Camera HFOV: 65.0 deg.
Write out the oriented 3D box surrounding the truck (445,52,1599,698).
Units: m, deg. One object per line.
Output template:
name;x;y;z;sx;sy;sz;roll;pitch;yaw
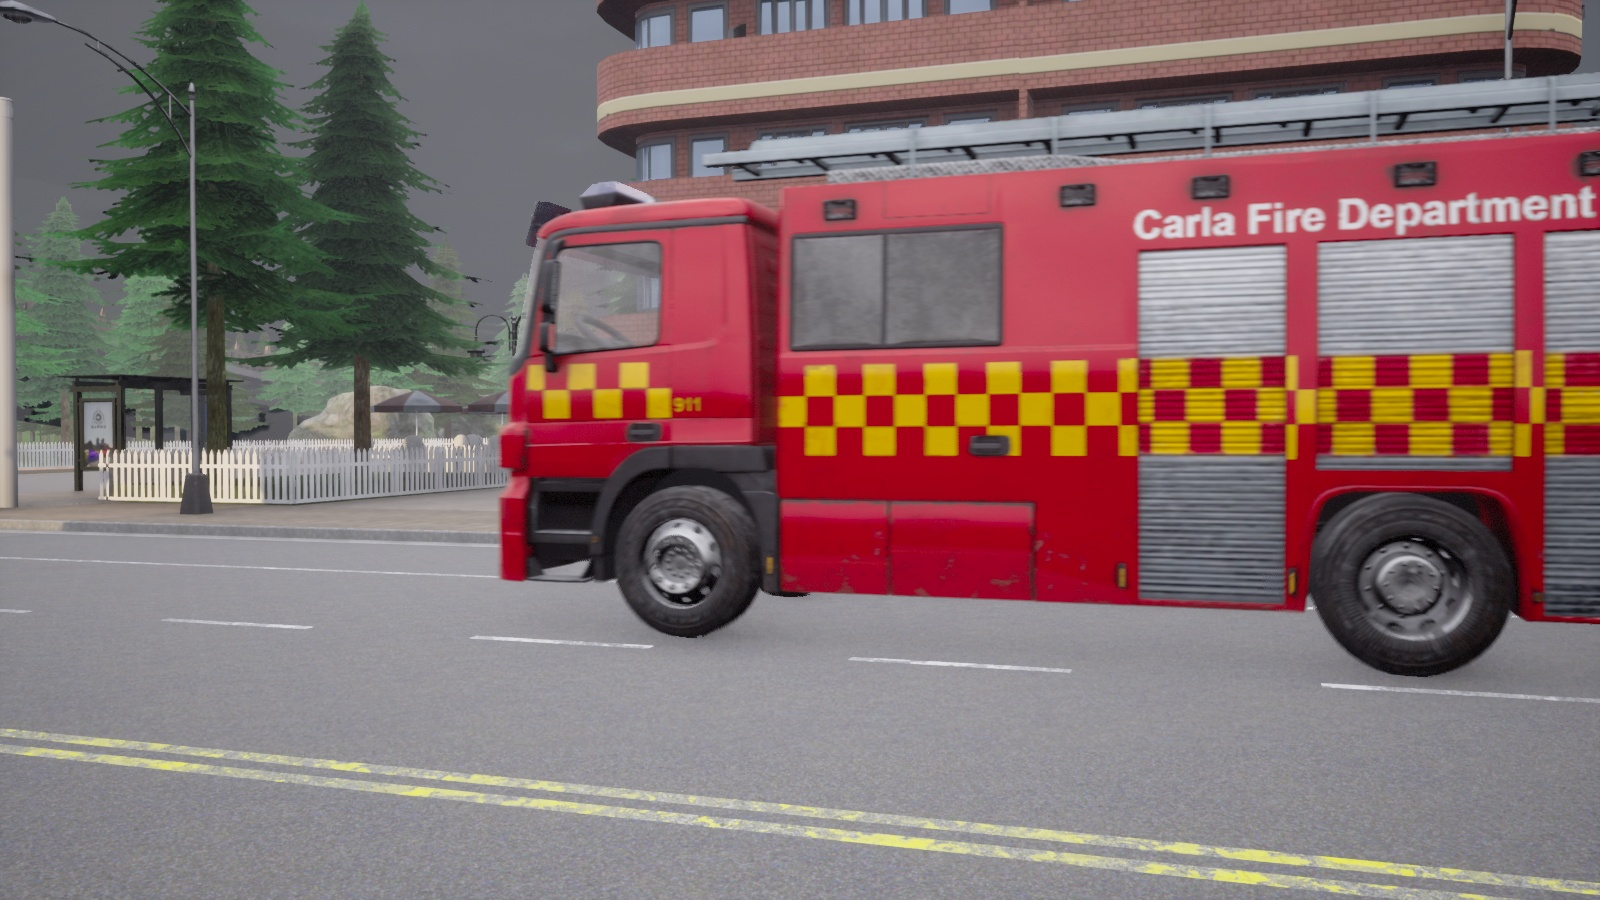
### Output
truck;1.651;-0.492;10.005;8.468;3.827;2.891;1;1;19
